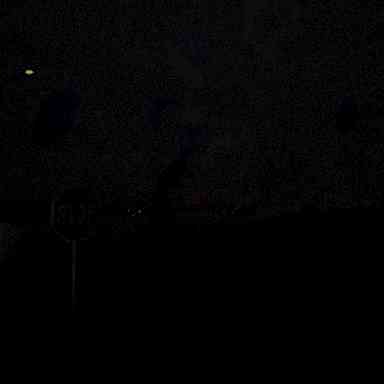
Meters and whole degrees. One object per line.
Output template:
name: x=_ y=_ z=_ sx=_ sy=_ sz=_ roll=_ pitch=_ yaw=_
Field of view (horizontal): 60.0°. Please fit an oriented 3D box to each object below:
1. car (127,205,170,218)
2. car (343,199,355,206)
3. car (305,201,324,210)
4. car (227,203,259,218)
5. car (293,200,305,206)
car: x=-4.478 y=1.986 z=34.601 sx=1.895 sy=1.301 sz=4.718 roll=1 pitch=0 yaw=36
car: x=39.271 y=2.659 z=83.619 sx=1.882 sy=1.535 sz=5.008 roll=1 pitch=0 yaw=36
car: x=22.472 y=2.414 z=60.185 sx=1.994 sy=1.385 sz=4.181 roll=1 pitch=0 yaw=36
car: x=5.694 y=1.992 z=36.771 sx=1.882 sy=1.535 sz=5.008 roll=1 pitch=0 yaw=36
car: x=24.285 y=2.464 z=74.726 sx=2.128 sy=1.511 sz=4.902 roll=1 pitch=0 yaw=36
